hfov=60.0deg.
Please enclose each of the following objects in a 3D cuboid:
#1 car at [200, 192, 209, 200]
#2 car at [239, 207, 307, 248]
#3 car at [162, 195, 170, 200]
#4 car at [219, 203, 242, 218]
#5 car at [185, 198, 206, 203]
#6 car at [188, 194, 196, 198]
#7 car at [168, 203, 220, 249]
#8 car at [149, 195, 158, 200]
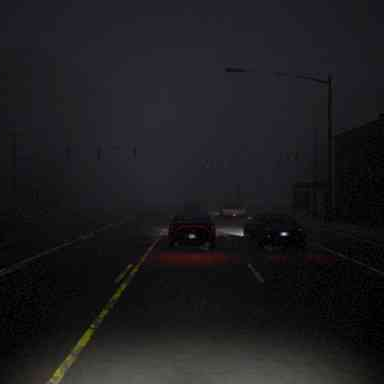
[{"bbox_3d":[3.500,1.460,86.860,1.812,1.442,4.674,0,0,0],"label":"car"},{"bbox_3d":[3.500,1.571,14.650,1.994,1.385,4.181,0,0,0],"label":"car"},{"bbox_3d":[-7.000,1.538,91.494,1.994,1.385,4.181,0,0,0],"label":"car"},{"bbox_3d":[3.500,1.615,29.680,1.895,1.301,4.718,0,0,0],"label":"car"},{"bbox_3d":[0.000,1.561,29.650,2.033,1.411,5.357,0,0,0],"label":"car"},{"bbox_3d":[0.000,1.448,86.444,1.812,1.442,4.674,0,0,0],"label":"car"},{"bbox_3d":[0.000,1.483,14.650,1.882,1.535,5.008,0,0,0],"label":"car"},{"bbox_3d":[-10.500,1.538,91.494,1.994,1.385,4.181,0,0,0],"label":"car"}]
